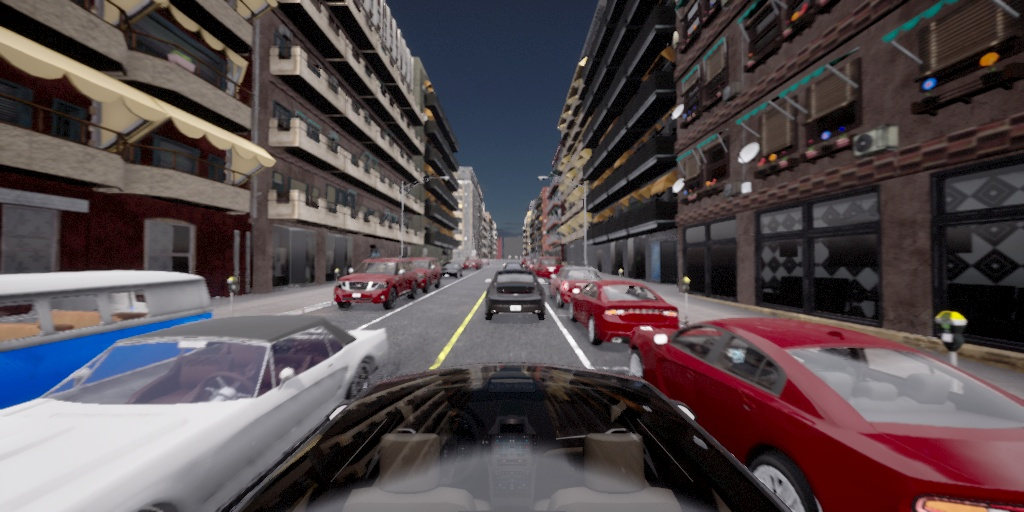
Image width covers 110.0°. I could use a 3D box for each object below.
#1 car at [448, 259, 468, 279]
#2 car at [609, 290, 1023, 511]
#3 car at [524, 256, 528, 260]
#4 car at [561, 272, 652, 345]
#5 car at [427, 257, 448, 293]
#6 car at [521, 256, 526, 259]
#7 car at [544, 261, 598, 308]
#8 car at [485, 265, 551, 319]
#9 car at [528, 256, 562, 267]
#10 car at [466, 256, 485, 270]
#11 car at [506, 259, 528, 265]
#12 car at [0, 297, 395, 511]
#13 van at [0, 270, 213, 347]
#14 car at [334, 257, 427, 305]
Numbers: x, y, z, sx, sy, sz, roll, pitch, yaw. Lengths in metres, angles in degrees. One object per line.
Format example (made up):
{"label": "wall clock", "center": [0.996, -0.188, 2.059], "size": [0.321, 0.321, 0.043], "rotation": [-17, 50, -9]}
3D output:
{"label": "car", "center": [-5.305, 1.207, 31.346], "size": [1.948, 1.339, 4.313], "rotation": [0, 0, 0]}
{"label": "car", "center": [2.568, 1.287, 3.630], "size": [1.888, 1.381, 4.507], "rotation": [0, 0, 0]}
{"label": "car", "center": [2.544, 1.067, 36.815], "size": [1.967, 1.591, 4.097], "rotation": [0, 0, 0]}
{"label": "car", "center": [2.570, 1.264, 9.160], "size": [1.888, 1.381, 4.507], "rotation": [0, 0, 0]}
{"label": "car", "center": [-5.309, 0.992, 20.284], "size": [2.192, 1.841, 5.009], "rotation": [0, 0, 0]}
{"label": "car", "center": [2.551, 0.901, 58.939], "size": [2.192, 1.841, 5.009], "rotation": [0, 0, 0]}
{"label": "car", "center": [2.579, 1.138, 14.691], "size": [1.967, 1.591, 4.097], "rotation": [0, 0, 0]}
{"label": "car", "center": [0.103, 1.211, 12.531], "size": [1.837, 1.490, 4.892], "rotation": [0, 0, 0]}
{"label": "car", "center": [2.541, 0.974, 25.752], "size": [2.192, 1.841, 5.009], "rotation": [0, 0, 0]}
{"label": "car", "center": [-5.300, 0.917, 47.935], "size": [2.192, 1.841, 5.009], "rotation": [0, 0, 0]}
{"label": "car", "center": [0.110, 1.210, 29.763], "size": [1.994, 1.385, 4.181], "rotation": [0, 0, 0]}
{"label": "car", "center": [-2.848, 1.344, 3.334], "size": [1.895, 1.301, 4.718], "rotation": [0, 0, 0]}
{"label": "van", "center": [-5.314, 1.082, 3.694], "size": [1.690, 1.789, 3.998], "rotation": [0, 0, 0]}
{"label": "car", "center": [-5.311, 1.012, 14.754], "size": [2.192, 1.841, 5.009], "rotation": [0, 0, 0]}
